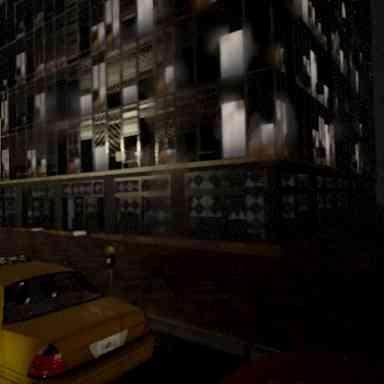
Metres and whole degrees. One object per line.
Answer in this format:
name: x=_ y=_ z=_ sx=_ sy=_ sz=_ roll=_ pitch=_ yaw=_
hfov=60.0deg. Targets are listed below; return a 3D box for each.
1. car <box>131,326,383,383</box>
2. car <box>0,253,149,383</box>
car: x=2.035 y=1.536 z=1.401 sx=4.507 sy=1.381 sz=1.887 roll=-1 pitch=-1 yaw=36
car: x=-2.742 y=1.568 z=4.811 sx=4.829 sy=1.417 sz=1.752 roll=-1 pitch=-1 yaw=36
